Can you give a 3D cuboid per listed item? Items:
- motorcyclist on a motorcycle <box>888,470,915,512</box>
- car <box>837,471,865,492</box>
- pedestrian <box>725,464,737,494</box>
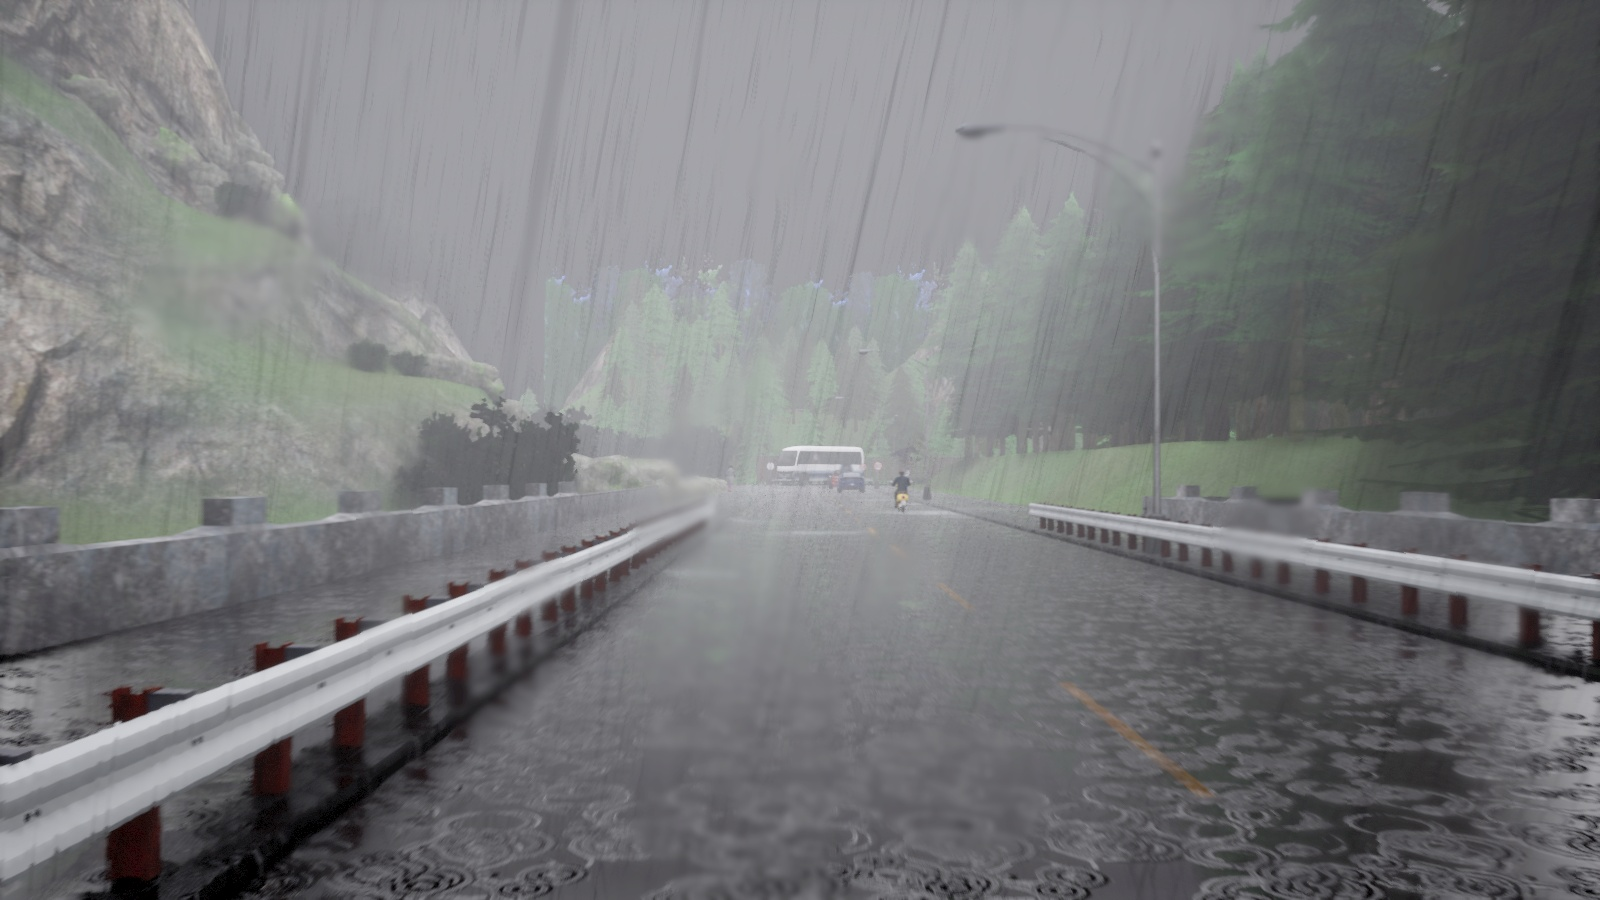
[{"bbox_3d":[3.880,1.557,48.209,0.866,1.590,1.817,0,-1,0],"label":"motorcyclist on a motorcycle"},{"bbox_3d":[3.762,2.331,93.174,1.882,1.535,5.008,0,-1,0],"label":"car"},{"bbox_3d":[-4.614,1.952,84.452,0.659,1.952,0.873,0,-1,7],"label":"pedestrian"}]
